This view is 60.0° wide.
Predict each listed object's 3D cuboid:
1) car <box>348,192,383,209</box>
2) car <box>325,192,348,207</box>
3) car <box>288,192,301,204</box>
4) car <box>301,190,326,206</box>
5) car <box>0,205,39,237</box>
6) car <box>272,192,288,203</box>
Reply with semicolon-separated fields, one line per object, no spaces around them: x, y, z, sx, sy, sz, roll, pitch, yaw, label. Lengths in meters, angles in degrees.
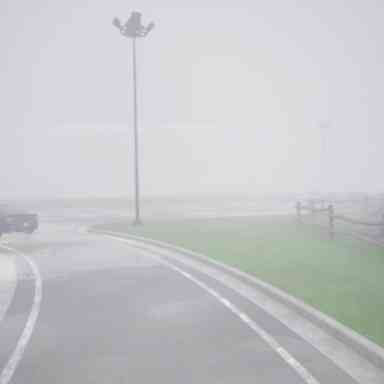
18.159;0.794;32.298;5.008;1.535;1.882;-1;1;-18;car
17.378;0.782;35.721;4.902;1.511;2.128;-1;1;-18;car
15.099;0.603;42.334;4.553;1.767;2.097;-1;1;-18;car
15.744;0.758;38.872;5.008;1.535;1.882;-1;1;-18;car
-10.188;1.447;17.404;5.008;1.535;1.882;-1;1;30;car
13.250;0.738;45.415;4.902;1.511;2.128;-1;1;-18;car
